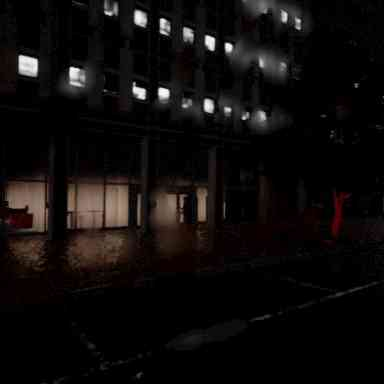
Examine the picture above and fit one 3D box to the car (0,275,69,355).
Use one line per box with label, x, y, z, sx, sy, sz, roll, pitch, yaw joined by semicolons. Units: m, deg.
car;-4.000;1.517;3.777;4.829;1.417;1.752;0;0;-35
